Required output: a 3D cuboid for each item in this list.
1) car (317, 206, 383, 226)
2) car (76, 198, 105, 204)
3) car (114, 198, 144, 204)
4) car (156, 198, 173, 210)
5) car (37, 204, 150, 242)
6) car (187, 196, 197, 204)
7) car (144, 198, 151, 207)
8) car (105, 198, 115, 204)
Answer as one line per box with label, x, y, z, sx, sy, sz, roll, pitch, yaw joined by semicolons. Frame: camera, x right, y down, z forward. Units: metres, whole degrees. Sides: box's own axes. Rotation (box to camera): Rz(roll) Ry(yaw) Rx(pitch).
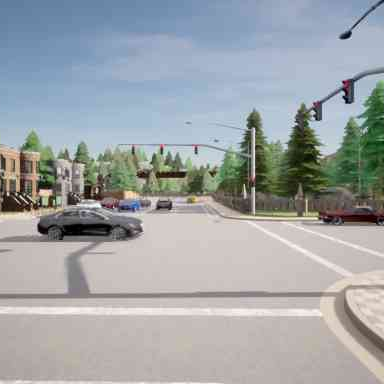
car;11.149;1.601;22.840;4.718;1.301;1.895;0;0;2
car;-10.655;1.526;33.968;1.812;1.442;4.674;0;0;0
car;-7.161;1.477;38.307;1.882;1.535;5.008;0;0;0
car;-3.470;1.491;42.492;2.128;1.511;4.902;0;0;0
car;-4.739;1.491;15.780;4.902;1.511;2.128;0;0;2
car;-0.012;1.477;64.859;1.882;1.535;5.008;0;0;0
car;-7.150;1.564;48.295;1.994;1.385;4.181;0;0;0
car;-10.662;1.477;43.021;1.882;1.535;5.008;0;0;0
